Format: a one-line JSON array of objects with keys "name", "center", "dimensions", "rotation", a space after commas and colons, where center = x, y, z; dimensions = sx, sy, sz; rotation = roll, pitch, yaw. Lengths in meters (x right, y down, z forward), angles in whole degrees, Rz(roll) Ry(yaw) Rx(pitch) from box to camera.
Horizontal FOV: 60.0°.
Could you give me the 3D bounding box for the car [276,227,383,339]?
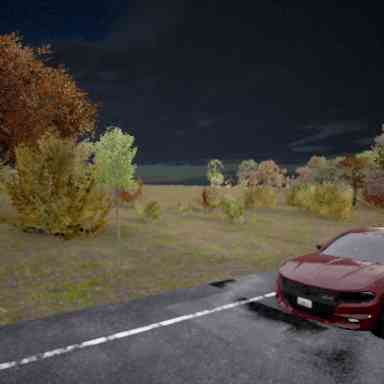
[{"name": "car", "center": [3.815, 1.477, 6.727], "dimensions": [5.008, 1.535, 1.882], "rotation": [0, 0, -36]}]
